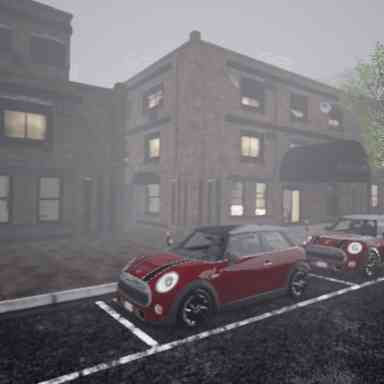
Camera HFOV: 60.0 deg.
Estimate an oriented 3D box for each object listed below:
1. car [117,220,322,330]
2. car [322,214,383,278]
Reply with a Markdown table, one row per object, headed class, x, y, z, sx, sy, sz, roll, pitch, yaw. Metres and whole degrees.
| class | x | y | z | sx | sy | sz | roll | pitch | yaw |
| --- | --- | --- | --- | --- | --- | --- | --- | --- | --- |
| car | 0.543 | 1.443 | 6.888 | 4.097 | 1.590 | 1.967 | 0 | 1 | -35 |
| car | 5.173 | 1.447 | 10.192 | 4.097 | 1.590 | 1.967 | 0 | 1 | -35 |
